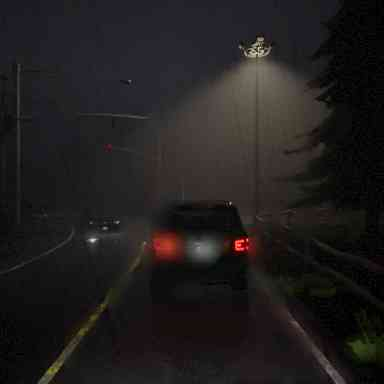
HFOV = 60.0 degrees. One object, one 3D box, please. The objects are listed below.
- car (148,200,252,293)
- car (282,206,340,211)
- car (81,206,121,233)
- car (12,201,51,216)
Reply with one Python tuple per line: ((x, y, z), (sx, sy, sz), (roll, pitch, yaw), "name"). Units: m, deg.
((0.008, 1.219, 9.065), (2.150, 2.045, 5.566), (0, 0, -5), "car")
((10.701, 1.620, 30.144), (4.718, 1.301, 1.895), (0, 0, 0), "car")
((-5.656, 1.545, 20.162), (2.033, 1.411, 5.357), (0, 0, -23), "car")
((-15.906, 1.556, 32.905), (4.181, 1.385, 1.994), (0, 0, 33), "car")
